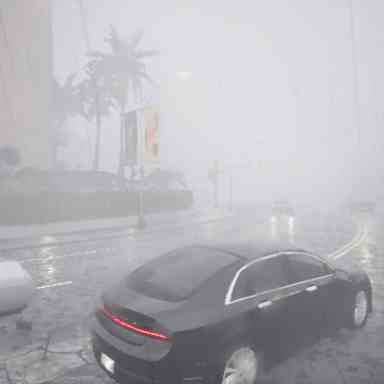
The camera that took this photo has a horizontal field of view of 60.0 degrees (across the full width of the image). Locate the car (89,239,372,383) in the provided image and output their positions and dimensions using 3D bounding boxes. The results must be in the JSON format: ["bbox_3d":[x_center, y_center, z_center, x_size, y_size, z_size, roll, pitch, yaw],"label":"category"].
[{"bbox_3d":[0.964,1.480,5.000,4.892,1.490,1.837,-1,1,-41],"label":"car"}]

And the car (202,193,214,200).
[{"bbox_3d":[4.481,1.126,83.373,2.097,1.535,5.008,0,0,-2],"label":"car"}]

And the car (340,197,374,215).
[{"bbox_3d":[15.307,1.245,31.049,1.882,1.535,5.008,0,0,11],"label":"car"}]

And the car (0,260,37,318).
[{"bbox_3d":[-5.007,1.621,4.876,4.718,1.301,1.895,-1,0,-36],"label":"car"}]

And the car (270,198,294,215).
[{"bbox_3d":[8.319,1.367,31.024,1.837,1.490,4.892,0,0,10],"label":"car"}]
